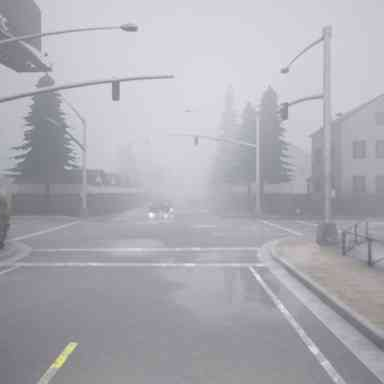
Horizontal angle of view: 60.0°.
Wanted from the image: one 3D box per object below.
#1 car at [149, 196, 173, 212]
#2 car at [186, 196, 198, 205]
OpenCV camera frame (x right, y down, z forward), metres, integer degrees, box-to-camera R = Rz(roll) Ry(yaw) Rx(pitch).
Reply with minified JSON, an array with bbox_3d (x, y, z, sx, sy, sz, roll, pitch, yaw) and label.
[{"bbox_3d":[-3.636,1.337,38.145,2.097,1.767,4.553,0,0,0],"label":"car"},{"bbox_3d":[-0.073,1.468,59.357,2.128,1.511,4.902,0,0,0],"label":"car"}]
